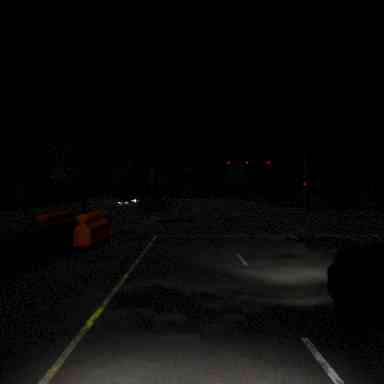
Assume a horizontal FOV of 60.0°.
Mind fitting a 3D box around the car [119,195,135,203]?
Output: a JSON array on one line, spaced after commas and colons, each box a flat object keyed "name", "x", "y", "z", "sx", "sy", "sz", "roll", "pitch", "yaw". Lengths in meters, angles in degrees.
[{"name": "car", "x": -14.539, "y": 1.533, "z": 72.574, "sx": 2.033, "sy": 1.411, "sz": 5.357, "roll": 0, "pitch": 0, "yaw": 0}]

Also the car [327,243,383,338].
[{"name": "car", "x": 3.575, "y": 1.235, "z": 3.647, "sx": 2.150, "sy": 2.045, "sz": 5.566, "roll": 0, "pitch": 0, "yaw": -2}]

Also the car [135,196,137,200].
[{"name": "car", "x": -15.679, "y": 1.531, "z": 88.385, "sx": 1.994, "sy": 1.385, "sz": 4.181, "roll": 0, "pitch": 0, "yaw": -11}]
